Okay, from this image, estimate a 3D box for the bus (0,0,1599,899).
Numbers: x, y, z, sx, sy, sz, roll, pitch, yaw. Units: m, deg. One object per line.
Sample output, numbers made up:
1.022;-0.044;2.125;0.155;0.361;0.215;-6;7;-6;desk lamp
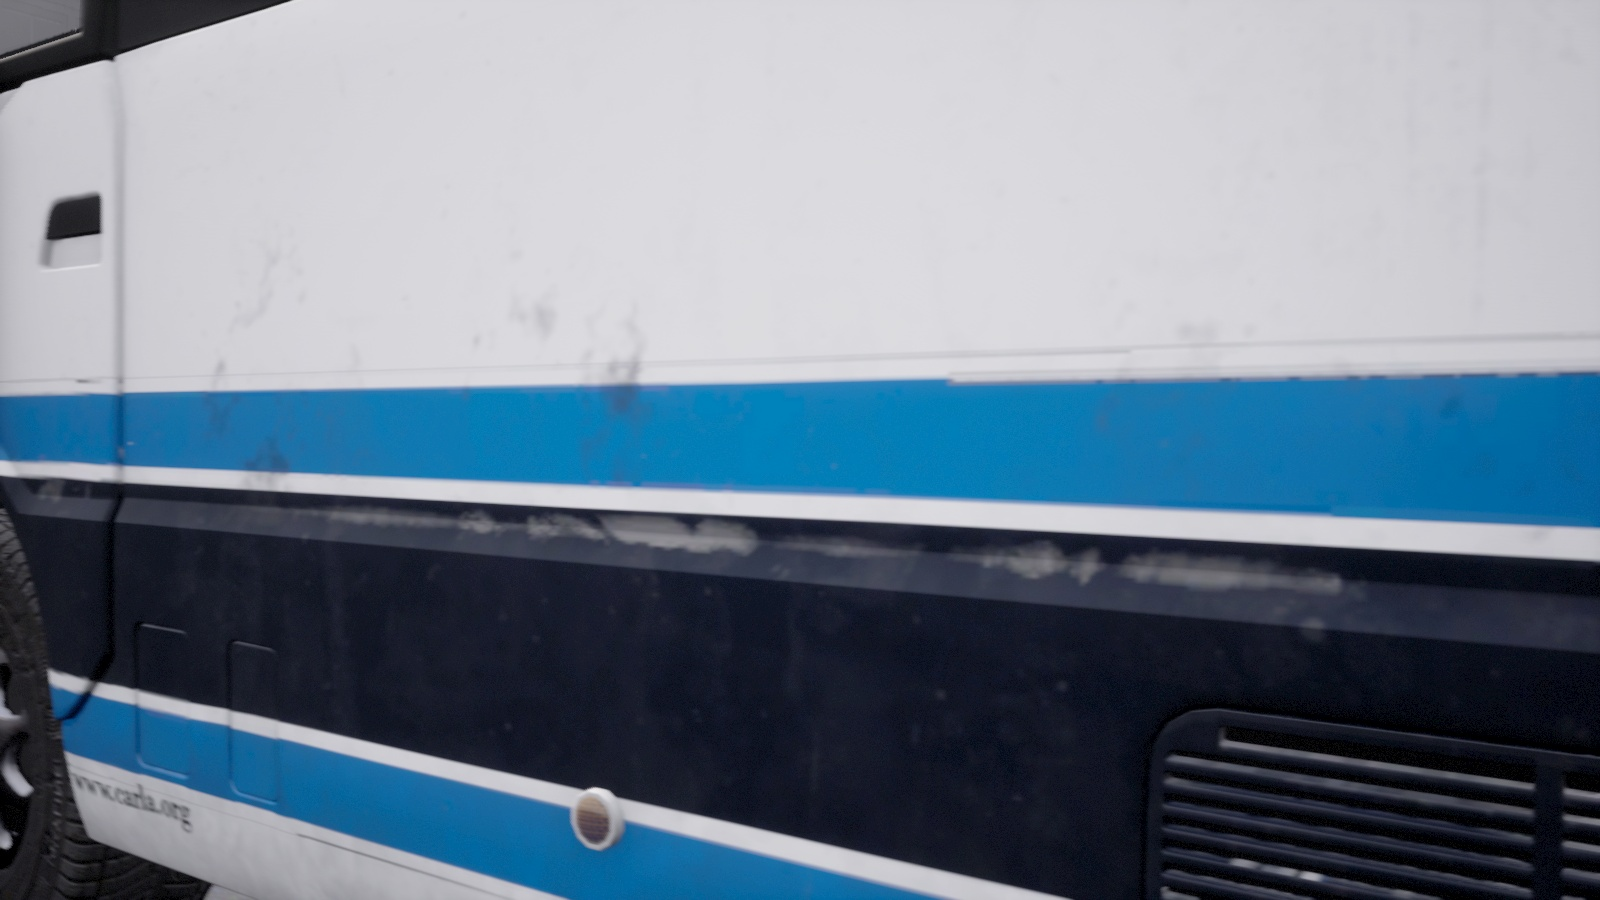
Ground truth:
1.211;-0.694;2.793;10.273;4.253;3.944;0;1;34;bus
